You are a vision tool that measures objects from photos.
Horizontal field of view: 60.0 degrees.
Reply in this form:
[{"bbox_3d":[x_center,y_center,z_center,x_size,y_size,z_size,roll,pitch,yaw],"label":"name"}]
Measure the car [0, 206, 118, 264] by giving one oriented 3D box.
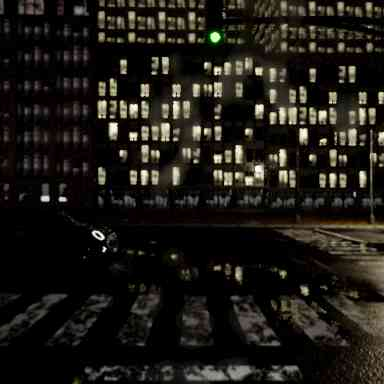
[{"bbox_3d":[-4.916,1.379,11.493,4.553,1.767,2.097,1,-1,-1],"label":"car"}]
